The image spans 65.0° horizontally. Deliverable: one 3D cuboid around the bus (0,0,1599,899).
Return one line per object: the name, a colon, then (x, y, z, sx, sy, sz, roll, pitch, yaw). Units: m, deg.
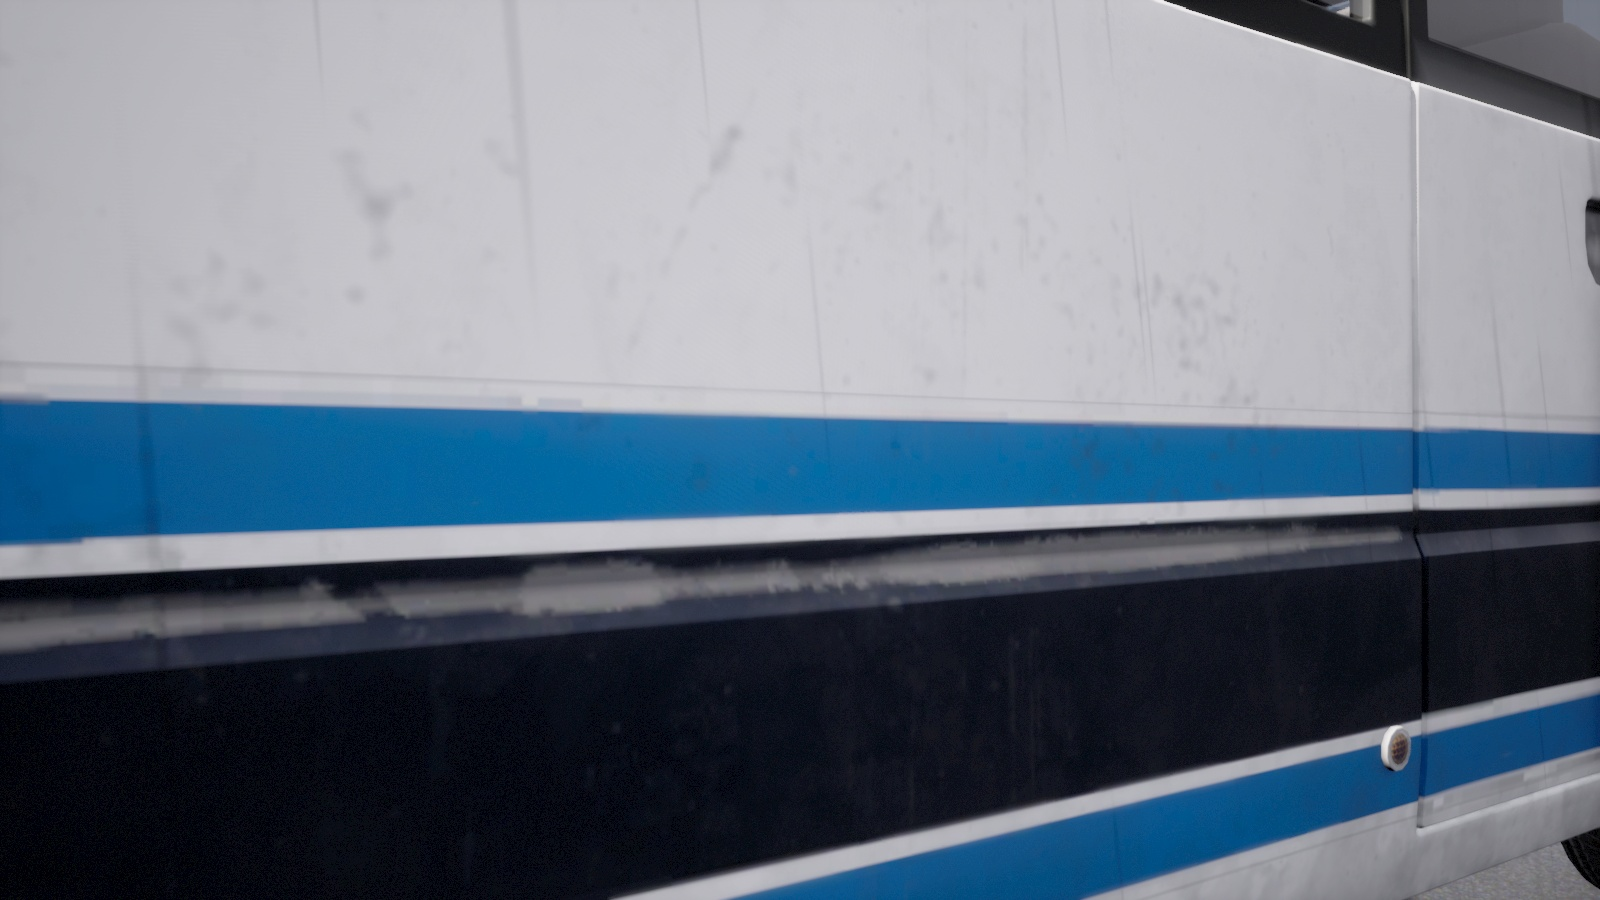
bus: (-0.310, -0.624, 3.449, 10.273, 4.253, 3.944, 0, 0, -35)
